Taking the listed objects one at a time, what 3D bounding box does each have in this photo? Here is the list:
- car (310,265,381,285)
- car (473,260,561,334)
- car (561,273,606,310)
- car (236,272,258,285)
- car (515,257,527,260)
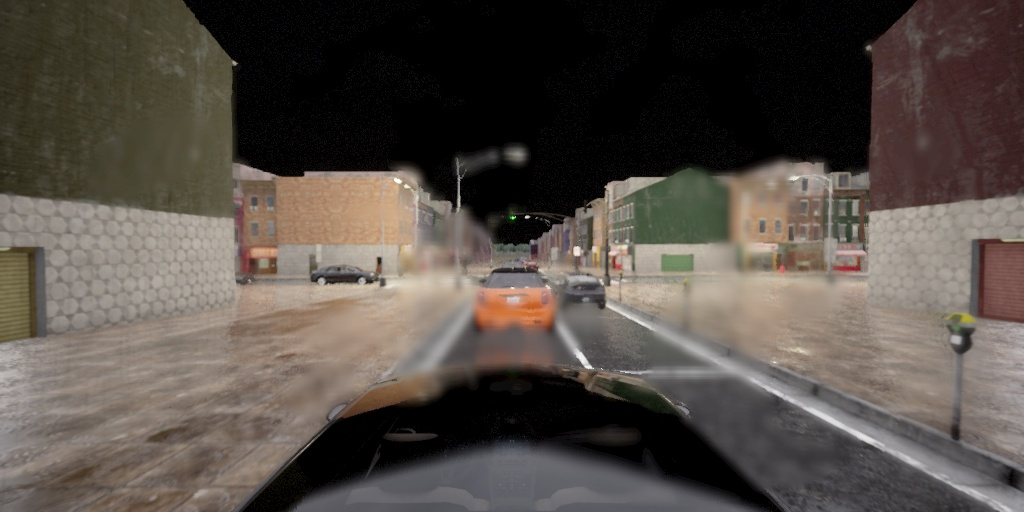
[{"bbox_3d":[-12.249,1.413,26.601,4.892,1.490,1.837,0,1,-2],"label":"car"},{"bbox_3d":[0.076,1.116,10.844,2.097,1.767,4.553,0,0,0],"label":"car"},{"bbox_3d":[2.632,1.322,14.680,2.007,1.370,4.403,0,0,0],"label":"car"},{"bbox_3d":[-22.091,1.530,26.626,5.357,1.411,2.033,-1,1,-1],"label":"car"},{"bbox_3d":[0.071,1.150,28.780,2.097,1.767,4.553,0,0,0],"label":"car"}]
